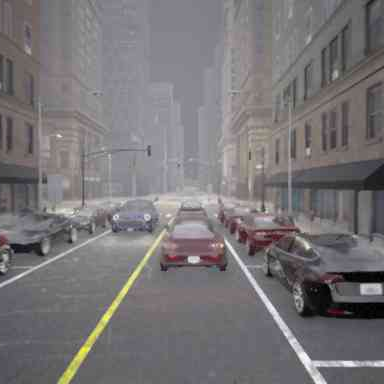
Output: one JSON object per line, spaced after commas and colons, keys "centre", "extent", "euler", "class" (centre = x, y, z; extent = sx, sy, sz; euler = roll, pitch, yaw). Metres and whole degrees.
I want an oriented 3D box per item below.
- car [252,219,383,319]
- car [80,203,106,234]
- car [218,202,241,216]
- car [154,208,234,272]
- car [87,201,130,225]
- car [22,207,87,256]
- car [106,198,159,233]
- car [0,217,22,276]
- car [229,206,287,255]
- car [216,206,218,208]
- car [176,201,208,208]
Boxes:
{"centre": [2.745, 1.511, 7.177], "extent": [1.947, 1.339, 4.313], "euler": [-1, 0, 0], "class": "car"}
{"centre": [-5.793, 1.445, 18.177], "extent": [2.008, 1.369, 4.403], "euler": [-1, 0, 0], "class": "car"}
{"centre": [2.732, 1.419, 18.187], "extent": [1.887, 1.381, 4.507], "euler": [-1, 0, 0], "class": "car"}
{"centre": [0.047, 1.456, 10.397], "extent": [1.812, 1.442, 4.674], "euler": [0, 1, 0], "class": "car"}
{"centre": [-5.800, 1.403, 23.683], "extent": [1.887, 1.381, 4.507], "euler": [-1, 0, 0], "class": "car"}
{"centre": [-5.787, 1.495, 12.672], "extent": [1.947, 1.339, 4.313], "euler": [-1, 0, 0], "class": "car"}
{"centre": [-3.021, 1.236, 18.533], "extent": [2.097, 1.767, 4.553], "euler": [0, 1, 0], "class": "car"}
{"centre": [-5.782, 1.406, 7.166], "extent": [1.967, 1.590, 4.097], "euler": [-1, 0, 0], "class": "car"}
{"centre": [2.738, 1.454, 12.681], "extent": [1.887, 1.381, 4.507], "euler": [-1, 0, 0], "class": "car"}
{"centre": [2.725, 1.383, 23.692], "extent": [1.887, 1.381, 4.507], "euler": [-1, 0, 0], "class": "car"}
{"centre": [0.004, 1.349, 21.714], "extent": [2.128, 1.511, 4.902], "euler": [0, 0, 1], "class": "car"}
